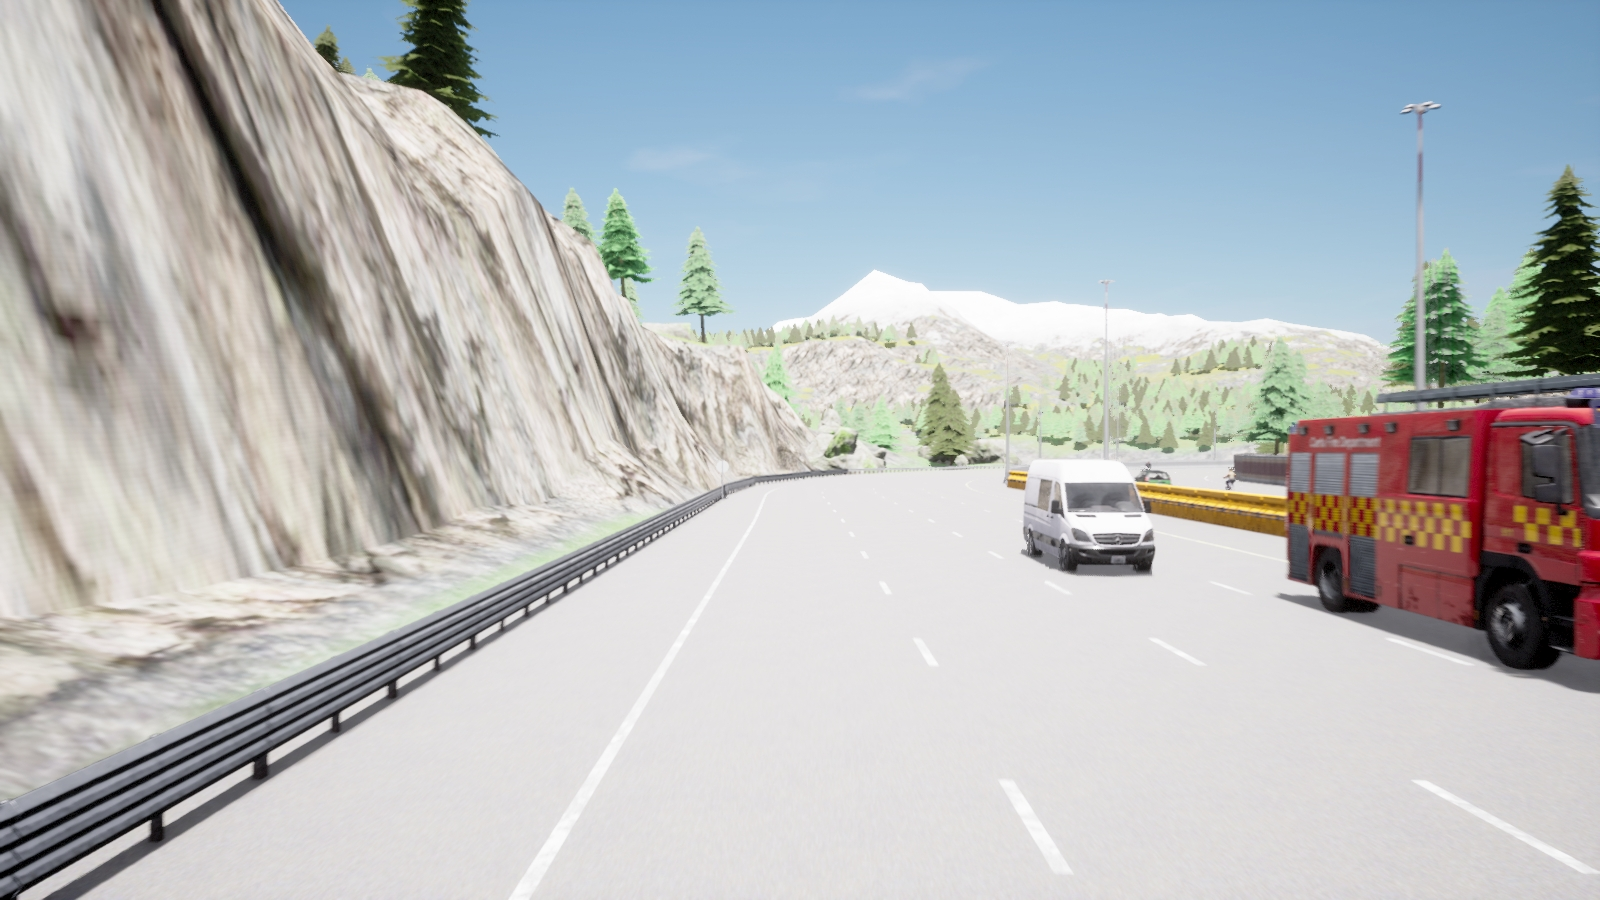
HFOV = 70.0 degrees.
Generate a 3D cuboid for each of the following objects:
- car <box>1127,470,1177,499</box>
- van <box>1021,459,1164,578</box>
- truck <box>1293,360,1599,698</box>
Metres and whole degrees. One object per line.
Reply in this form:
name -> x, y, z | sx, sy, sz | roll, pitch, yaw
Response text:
car -> 20.772, 1.999, 67.581 | 1.851, 1.617, 3.988 | 0, 0, 3
van -> 6.985, 1.534, 27.982 | 1.988, 2.561, 5.915 | 0, 0, 0
truck -> 10.496, 0.890, 16.722 | 2.891, 3.827, 8.468 | 0, 0, 0
